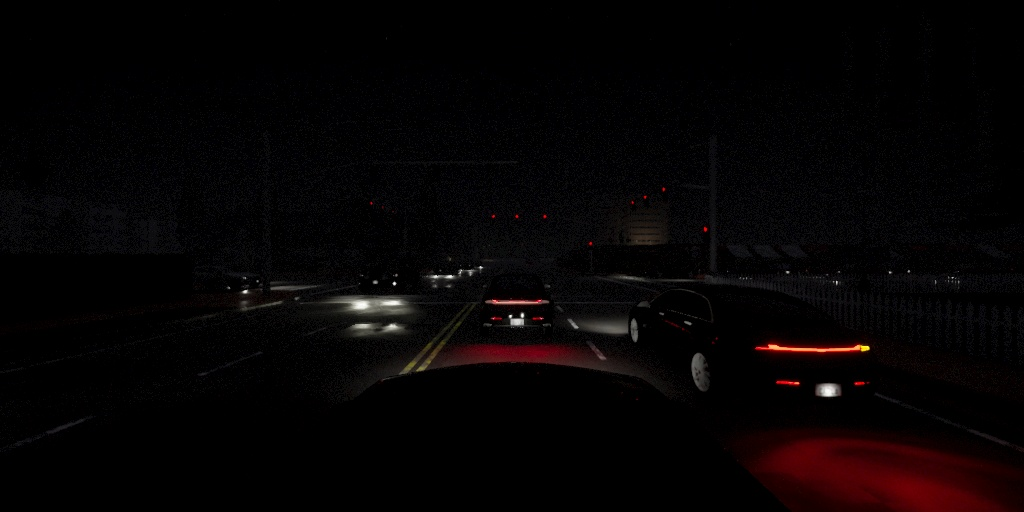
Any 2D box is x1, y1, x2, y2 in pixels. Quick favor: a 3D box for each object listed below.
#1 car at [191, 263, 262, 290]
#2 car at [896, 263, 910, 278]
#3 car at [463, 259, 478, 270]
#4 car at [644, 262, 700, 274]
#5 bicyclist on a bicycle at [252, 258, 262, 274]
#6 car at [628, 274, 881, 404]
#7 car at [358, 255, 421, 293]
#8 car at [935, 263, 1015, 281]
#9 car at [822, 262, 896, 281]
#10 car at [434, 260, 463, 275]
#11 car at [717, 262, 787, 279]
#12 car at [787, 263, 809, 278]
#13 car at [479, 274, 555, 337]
[{"bbox_3d":[-18.157,1.292,22.281,4.674,1.442,1.812,0,0,0],"label":"car"},{"bbox_3d":[34.492,1.270,33.826,4.902,1.511,2.128,0,0,-1],"label":"car"},{"bbox_3d":[-6.766,1.296,54.064,1.837,1.490,4.892,0,1,0],"label":"car"},{"bbox_3d":[14.928,1.282,33.530,4.892,1.490,1.837,0,0,1],"label":"car"},{"bbox_3d":[-26.166,1.079,36.872,0.582,1.620,1.656,0,0,-3],"label":"bicyclist on a bicycle"},{"bbox_3d":[3.588,1.259,6.450,1.837,1.490,4.892,0,0,1],"label":"car"},{"bbox_3d":[-6.981,0.987,21.126,2.150,2.045,5.566,0,0,0],"label":"car"},{"bbox_3d":[38.882,1.301,30.399,4.674,1.442,1.812,0,0,-1],"label":"car"},{"bbox_3d":[28.883,1.301,30.218,4.674,1.442,1.812,0,0,-1],"label":"car"},{"bbox_3d":[-7.228,1.287,39.829,1.837,1.490,4.892,0,0,5],"label":"car"},{"bbox_3d":[19.623,1.266,30.052,4.902,1.511,2.128,0,0,-1],"label":"car"},{"bbox_3d":[24.667,1.325,33.649,5.357,1.411,2.033,0,0,-1],"label":"car"},{"bbox_3d":[0.132,1.249,10.355,2.128,1.511,4.902,0,0,0],"label":"car"}]
